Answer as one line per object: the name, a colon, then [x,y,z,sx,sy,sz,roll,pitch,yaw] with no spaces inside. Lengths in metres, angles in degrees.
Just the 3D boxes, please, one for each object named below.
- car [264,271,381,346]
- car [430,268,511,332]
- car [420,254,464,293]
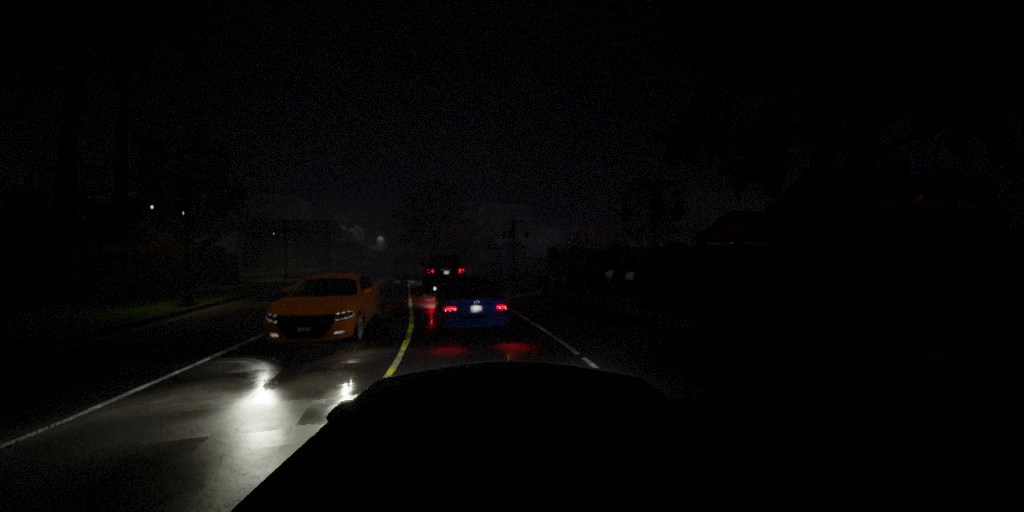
car: [-4.779,1.215,9.700,1.882,1.535,5.008,0,0,-13]
car: [-1.374,1.277,10.888,2.033,1.411,5.357,0,0,-12]
car: [-4.049,0.933,20.788,2.150,2.045,5.566,0,0,-16]
